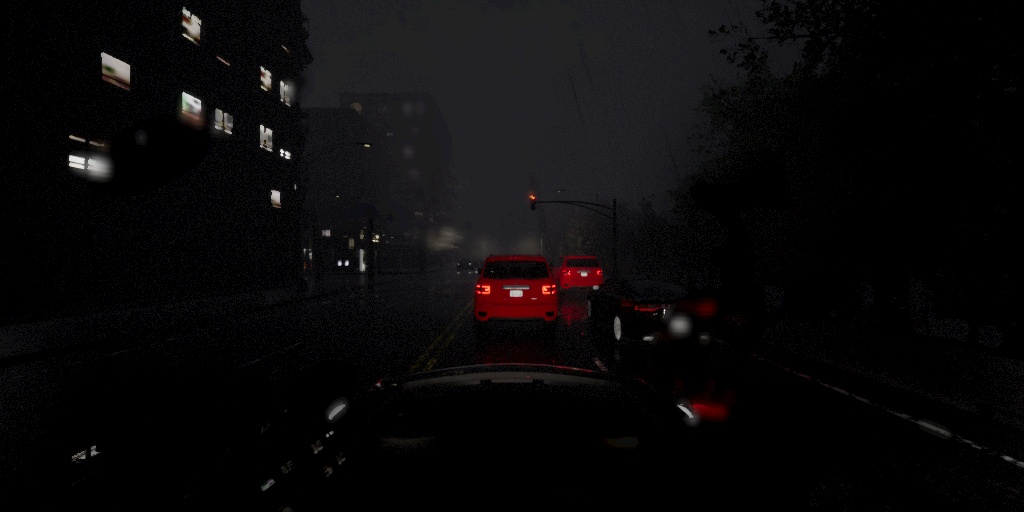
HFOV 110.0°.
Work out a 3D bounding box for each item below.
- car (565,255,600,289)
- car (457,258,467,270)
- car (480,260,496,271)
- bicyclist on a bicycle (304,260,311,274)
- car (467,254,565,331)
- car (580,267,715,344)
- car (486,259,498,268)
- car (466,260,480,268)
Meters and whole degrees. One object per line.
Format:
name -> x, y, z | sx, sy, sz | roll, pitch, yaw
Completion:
car -> 3.340, 0.973, 19.611 | 2.150, 2.045, 5.566 | 0, 0, -1
car -> -6.637, 1.115, 51.647 | 2.097, 1.767, 4.553 | 0, 0, 0
car -> -3.388, 1.311, 51.825 | 2.033, 1.411, 5.357 | 0, 0, 0
bicyclist on a bicycle -> -24.915, 1.336, 43.673 | 0.582, 1.620, 1.656 | -1, 0, -1
car -> 0.093, 0.971, 11.073 | 2.150, 2.045, 5.566 | 0, 0, 0
car -> 3.341, 1.228, 9.612 | 1.882, 1.535, 5.008 | 0, 0, 0
car -> -3.378, 1.274, 61.360 | 1.837, 1.490, 4.892 | 0, 0, 0
car -> -6.629, 1.371, 61.426 | 1.895, 1.301, 4.718 | 0, 0, 0
